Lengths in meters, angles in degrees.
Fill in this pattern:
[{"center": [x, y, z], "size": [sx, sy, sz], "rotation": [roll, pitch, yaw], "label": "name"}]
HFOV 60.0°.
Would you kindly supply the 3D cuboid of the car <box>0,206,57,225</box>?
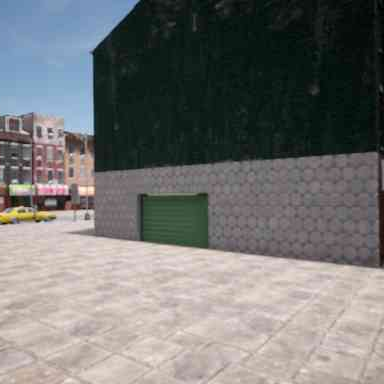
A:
[{"center": [-13.011, 1.786, 26.000], "size": [1.752, 1.417, 4.829], "rotation": [-1, -1, 36], "label": "car"}]
